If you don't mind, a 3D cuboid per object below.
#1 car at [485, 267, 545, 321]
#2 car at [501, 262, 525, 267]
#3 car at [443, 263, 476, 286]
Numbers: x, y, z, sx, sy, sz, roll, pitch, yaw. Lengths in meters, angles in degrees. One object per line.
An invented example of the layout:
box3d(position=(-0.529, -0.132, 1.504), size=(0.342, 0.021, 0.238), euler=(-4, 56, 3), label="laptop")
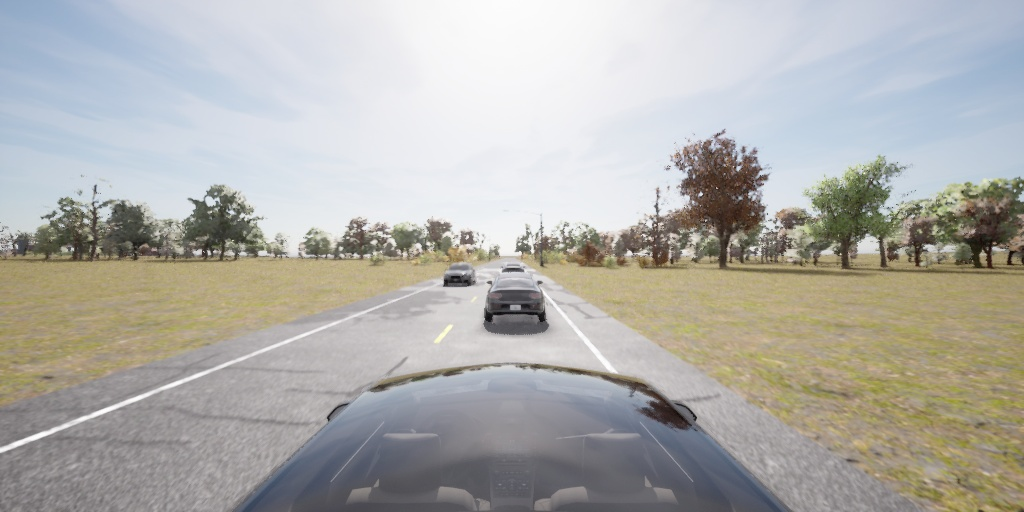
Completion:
box3d(position=(0.100, 1.277, 12.345), size=(1.812, 1.442, 4.674), euler=(0, 0, 0), label="car")
box3d(position=(0.098, 1.258, 30.227), size=(1.837, 1.490, 4.892), euler=(0, 0, 0), label="car")
box3d(position=(-3.600, 1.257, 25.299), size=(1.837, 1.490, 4.892), euler=(0, 0, 0), label="car")
